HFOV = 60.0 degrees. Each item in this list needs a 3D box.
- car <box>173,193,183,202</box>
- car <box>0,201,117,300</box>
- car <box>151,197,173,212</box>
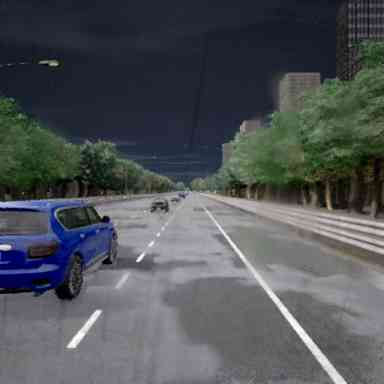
[{"bbox_3d":[-3.518,1.514,73.292,1.895,1.301,4.718,0,0,0],"label":"car"},{"bbox_3d":[-3.503,1.222,8.528,2.150,2.045,5.566,0,0,0],"label":"car"},{"bbox_3d":[-3.508,1.475,37.626,1.837,1.490,4.892,0,0,0],"label":"car"}]
